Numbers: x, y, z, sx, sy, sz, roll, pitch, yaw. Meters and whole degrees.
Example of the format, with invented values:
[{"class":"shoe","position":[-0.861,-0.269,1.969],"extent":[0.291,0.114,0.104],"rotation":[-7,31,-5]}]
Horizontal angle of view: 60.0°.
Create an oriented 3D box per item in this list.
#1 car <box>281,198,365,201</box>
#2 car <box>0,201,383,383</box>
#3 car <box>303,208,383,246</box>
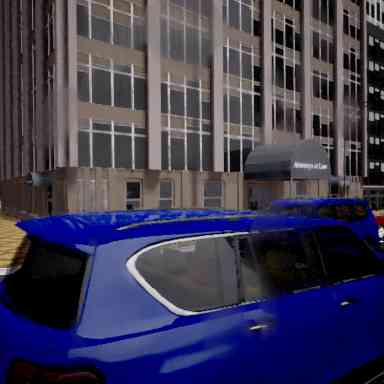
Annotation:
[{"class":"car","position":[3.200,1.220,9.525],"extent":[5.566,2.045,2.150],"rotation":[0,0,-36]},{"class":"car","position":[0.755,1.217,3.847],"extent":[5.566,2.045,2.150],"rotation":[1,0,-36]},{"class":"car","position":[7.474,1.542,15.764],"extent":[4.507,1.381,1.887],"rotation":[0,-1,-35]}]
